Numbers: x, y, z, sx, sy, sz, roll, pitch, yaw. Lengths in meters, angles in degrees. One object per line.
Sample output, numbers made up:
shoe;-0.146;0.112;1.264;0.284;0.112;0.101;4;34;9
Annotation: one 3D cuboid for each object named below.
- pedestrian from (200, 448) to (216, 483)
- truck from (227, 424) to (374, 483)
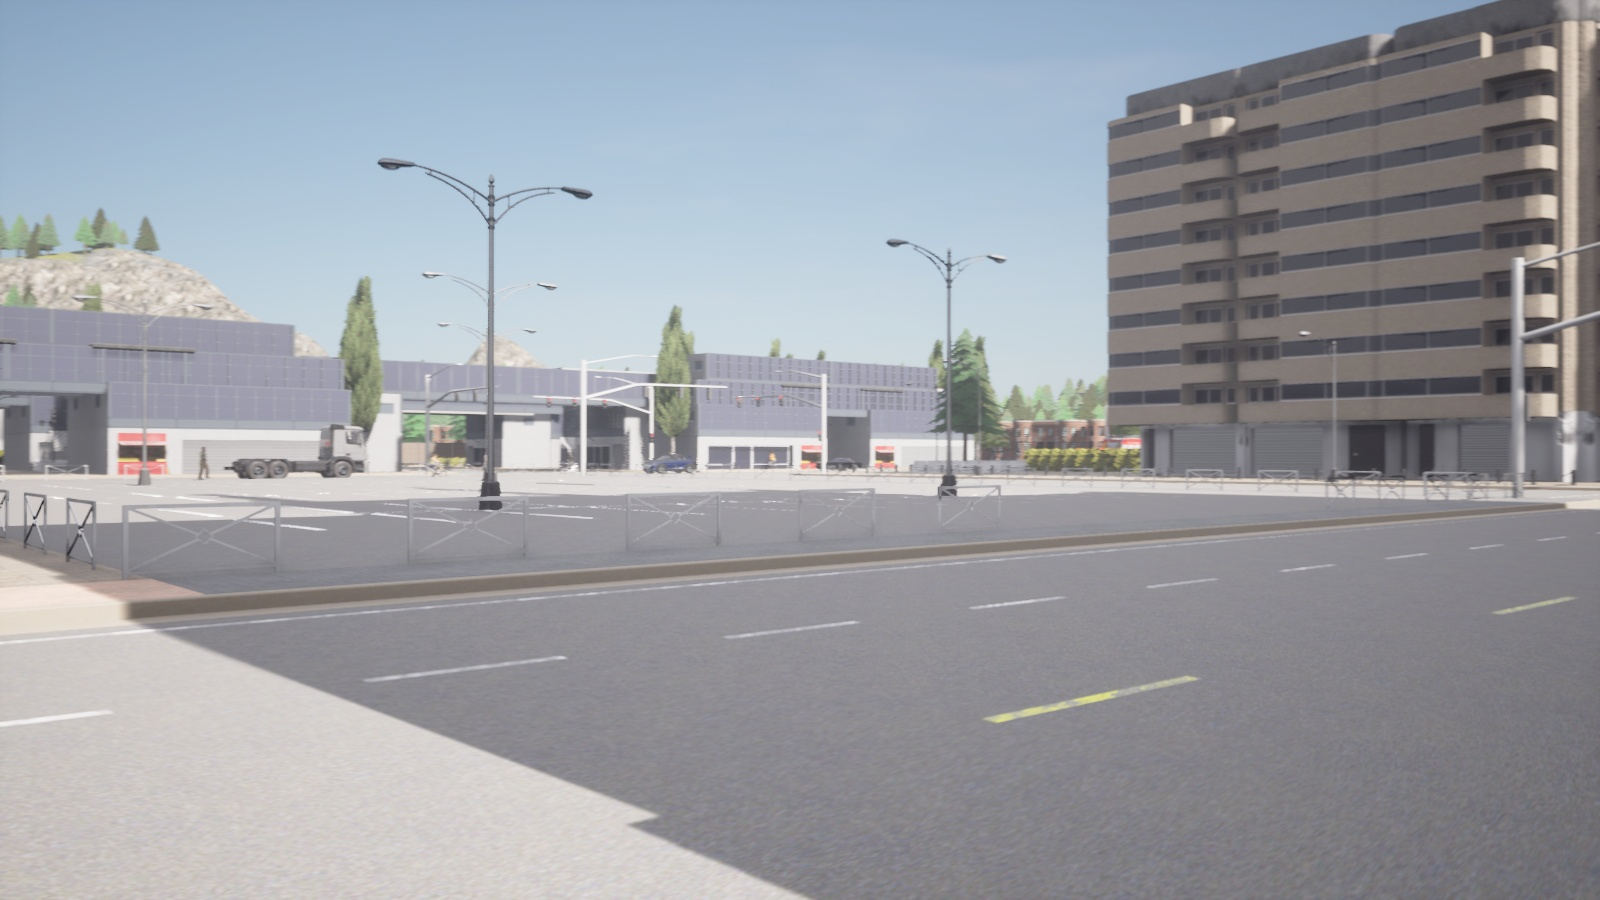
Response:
pedestrian;-32.348;0.839;68.576;0.692;1.930;0.395;0;0;8
truck;-30.726;0.229;77.409;7.936;3.462;2.891;0;0;-39
